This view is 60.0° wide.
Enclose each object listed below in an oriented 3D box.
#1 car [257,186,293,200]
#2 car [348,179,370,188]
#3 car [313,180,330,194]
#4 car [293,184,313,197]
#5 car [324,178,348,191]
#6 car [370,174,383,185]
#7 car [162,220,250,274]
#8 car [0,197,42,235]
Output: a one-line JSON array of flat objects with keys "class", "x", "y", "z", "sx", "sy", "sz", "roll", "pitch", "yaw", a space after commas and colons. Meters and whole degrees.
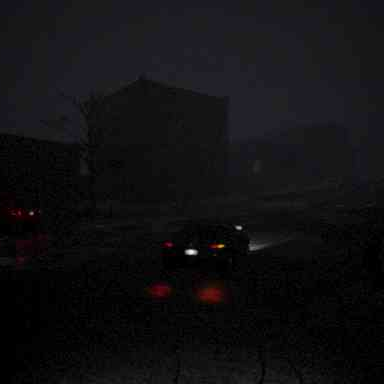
[{"class": "car", "x": 10.476, "y": 0.133, "z": 43.038, "sx": 5.366, "sy": 1.575, "sz": 1.946, "roll": -5, "pitch": 3, "yaw": -43}, {"class": "car", "x": 30.720, "y": -1.640, "z": 62.160, "sx": 4.792, "sy": 1.488, "sz": 2.163, "roll": -5, "pitch": 3, "yaw": -43}, {"class": "car", "x": 18.495, "y": -0.584, "z": 50.603, "sx": 5.366, "sy": 1.575, "sz": 1.946, "roll": -5, "pitch": 3, "yaw": -43}, {"class": "car", "x": 14.489, "y": -0.227, "z": 46.816, "sx": 5.366, "sy": 1.575, "sz": 1.946, "roll": -5, "pitch": 3, "yaw": -43}, {"class": "car", "x": 22.697, "y": -1.207, "z": 54.573, "sx": 5.566, "sy": 2.045, "sz": 2.435, "roll": -5, "pitch": 3, "yaw": -43}, {"class": "car", "x": 38.762, "y": -2.384, "z": 69.756, "sx": 4.892, "sy": 1.521, "sz": 2.231, "roll": -5, "pitch": 3, "yaw": -43}, {"class": "car", "x": 0.610, "y": 1.590, "z": 10.882, "sx": 1.994, "sy": 1.385, "sz": 4.181, "roll": -1, "pitch": 0, "yaw": 18}, {"class": "car", "x": -11.611, "y": 1.362, "z": 19.851, "sx": 5.566, "sy": 2.045, "sz": 2.150, "roll": -1, "pitch": -1, "yaw": 21}]
